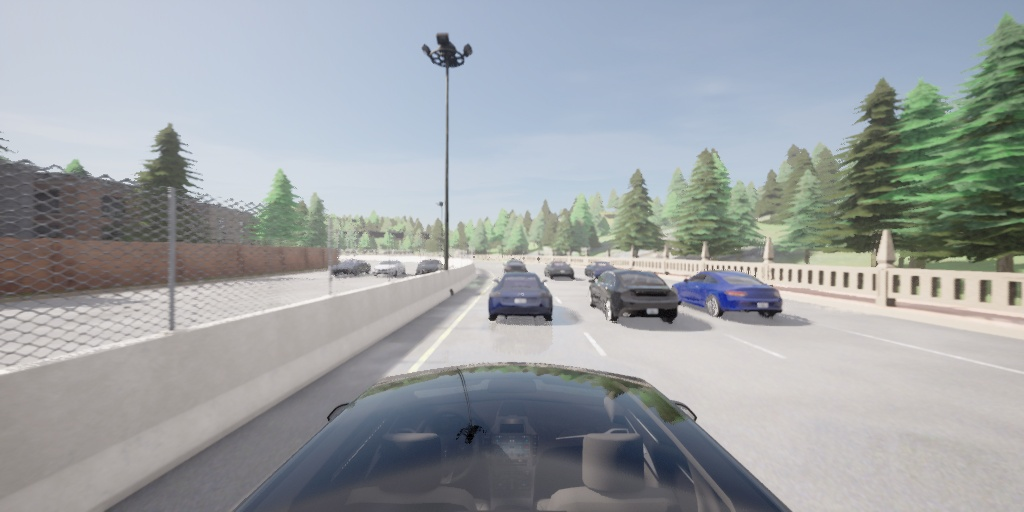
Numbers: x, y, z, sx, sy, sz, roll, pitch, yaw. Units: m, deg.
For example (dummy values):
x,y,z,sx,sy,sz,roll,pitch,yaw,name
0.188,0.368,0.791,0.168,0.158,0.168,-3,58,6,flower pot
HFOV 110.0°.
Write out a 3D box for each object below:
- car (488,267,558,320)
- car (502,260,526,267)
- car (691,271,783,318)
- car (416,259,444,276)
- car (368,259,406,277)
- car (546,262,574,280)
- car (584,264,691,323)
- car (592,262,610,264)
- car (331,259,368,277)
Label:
x,y,z,sx,sy,sz,roll,pitch,yaw,name
0.283,1.238,12.242,1.994,1.385,4.181,0,0,1,car
0.213,1.069,29.787,1.812,1.442,4.674,0,0,-3,car
7.277,1.238,12.644,1.812,1.442,4.674,0,0,1,car
-6.879,1.002,30.665,1.837,1.490,4.892,0,0,-3,car
-10.376,0.999,30.680,1.812,1.442,4.674,0,0,-3,car
3.752,1.133,29.170,1.994,1.385,4.181,0,0,-2,car
3.778,1.202,11.933,1.837,1.490,4.892,0,0,1,car
7.238,1.152,29.396,1.994,1.385,4.181,0,0,-2,car
-13.906,0.995,31.472,2.033,1.411,5.357,0,0,-4,car
